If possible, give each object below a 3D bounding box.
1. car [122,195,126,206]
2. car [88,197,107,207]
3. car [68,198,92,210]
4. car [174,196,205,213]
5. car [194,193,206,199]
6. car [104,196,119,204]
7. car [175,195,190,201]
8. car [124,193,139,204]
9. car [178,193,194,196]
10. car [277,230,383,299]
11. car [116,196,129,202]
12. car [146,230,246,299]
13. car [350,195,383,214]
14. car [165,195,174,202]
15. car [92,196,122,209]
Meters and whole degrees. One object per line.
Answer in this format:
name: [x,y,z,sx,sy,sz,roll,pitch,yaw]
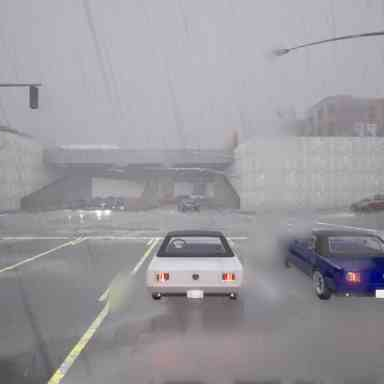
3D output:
car: [-11.530,1.547,54.185,2.033,1.411,5.357,0,0,-1]
car: [-15.004,1.526,53.159,1.812,1.442,4.674,0,0,-1]
car: [-14.783,1.526,44.111,1.812,1.442,4.674,0,0,-2]
car: [-0.348,1.491,36.585,2.128,1.511,4.902,0,0,-10]
car: [1.568,1.225,85.867,2.150,2.045,5.566,0,0,28]
car: [-15.213,1.526,63.161,1.812,1.442,4.674,0,0,-1]
car: [-2.423,1.478,85.456,1.882,1.535,5.008,0,0,24]
car: [-11.742,1.221,64.892,2.150,2.045,5.566,0,0,-1]
car: [-1.153,1.352,67.046,2.097,1.767,4.553,0,0,-1]
car: [3.578,1.601,8.391,1.895,1.301,4.718,0,0,0]
car: [-15.362,1.539,73.819,2.033,1.411,5.357,0,0,-1]
car: [0.078,1.601,8.380,1.895,1.301,4.718,0,0,0]
car: [15.803,0.973,28.495,4.181,1.385,1.994,-7,0,0]
car: [-4.774,1.355,75.589,2.097,1.767,4.553,0,0,6]
car: [-11.293,1.491,44.548,2.128,1.511,4.902,0,0,-1]
